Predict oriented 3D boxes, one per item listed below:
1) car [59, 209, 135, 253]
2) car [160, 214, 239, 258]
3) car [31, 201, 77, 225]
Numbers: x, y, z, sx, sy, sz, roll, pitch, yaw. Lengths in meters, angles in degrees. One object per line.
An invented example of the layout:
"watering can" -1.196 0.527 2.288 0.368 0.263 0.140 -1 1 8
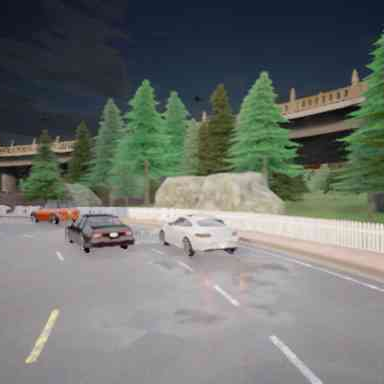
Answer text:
"car" -4.176 1.665 14.541 2.033 1.411 5.357 -1 0 -30
"car" 0.151 1.582 13.187 1.812 1.442 4.674 -1 0 -22
"car" -11.016 1.611 26.747 4.553 1.767 2.097 -1 0 38
